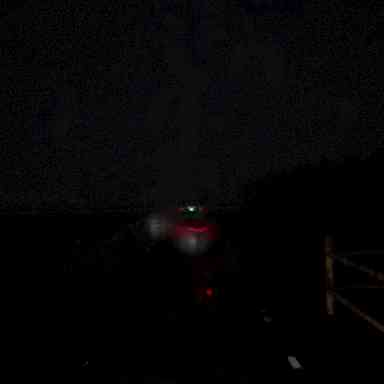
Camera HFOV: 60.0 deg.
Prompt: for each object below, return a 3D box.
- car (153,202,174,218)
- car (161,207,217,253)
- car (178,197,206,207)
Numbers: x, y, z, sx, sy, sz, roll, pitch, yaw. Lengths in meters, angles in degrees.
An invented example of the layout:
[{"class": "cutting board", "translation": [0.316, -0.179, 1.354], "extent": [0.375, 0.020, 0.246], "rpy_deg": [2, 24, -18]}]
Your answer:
[{"class": "car", "translation": [-2.895, 1.818, 34.769], "extent": [1.882, 1.535, 5.008], "rpy_deg": [0, -1, 0]}, {"class": "car", "translation": [0.041, 1.604, 14.314], "extent": [2.128, 1.511, 4.902], "rpy_deg": [0, -1, 0]}, {"class": "car", "translation": [0.001, 1.479, 28.059], "extent": [2.150, 2.045, 5.566], "rpy_deg": [0, -1, 1]}]
